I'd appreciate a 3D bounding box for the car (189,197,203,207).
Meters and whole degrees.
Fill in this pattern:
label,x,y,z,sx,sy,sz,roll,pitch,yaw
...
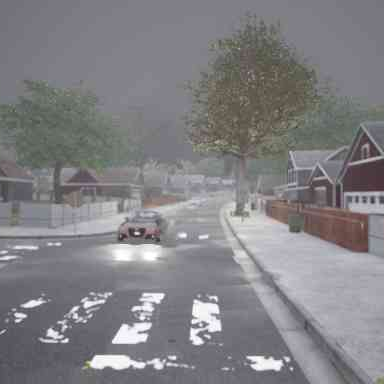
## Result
label,x,y,z,sx,sy,sz,roll,pitch,yaw
car,0.591,1.573,51.962,1.812,1.442,4.674,0,0,7

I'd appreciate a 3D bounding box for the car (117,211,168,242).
label,x,y,z,sx,sy,sz,roll,pitch,yaw
car,-2.345,1.653,16.585,1.994,1.385,4.181,1,-1,2
